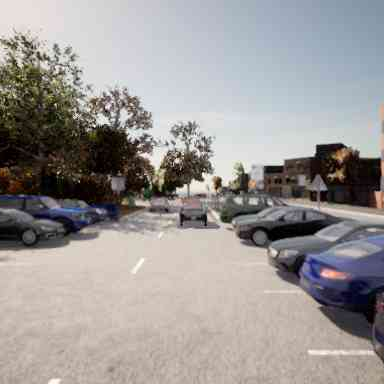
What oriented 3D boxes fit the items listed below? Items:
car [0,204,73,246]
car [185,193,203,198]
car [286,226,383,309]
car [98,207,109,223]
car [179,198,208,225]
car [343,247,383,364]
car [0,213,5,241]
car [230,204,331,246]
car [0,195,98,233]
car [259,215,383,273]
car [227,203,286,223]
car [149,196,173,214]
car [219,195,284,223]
[{"bbox_3d":[-8.166,1.456,14.562,4.892,1.521,2.231,0,0,0],"label":"car"},{"bbox_3d":[-0.158,1.213,41.604,2.097,1.767,4.553,0,0,-4],"label":"car"},{"bbox_3d":[4.411,1.511,6.171,4.674,1.452,2.002,0,0,0],"label":"car"},{"bbox_3d":[-8.098,1.298,23.042,4.553,1.767,2.185,0,-1,0],"label":"car"},{"bbox_3d":[0.097,1.439,23.640,2.128,1.511,4.902,0,0,0],"label":"car"},{"bbox_3d":[4.444,1.504,3.346,4.792,1.488,2.163,0,0,0],"label":"car"},{"bbox_3d":[-8.151,1.467,8.915,4.892,1.521,2.231,0,0,0],"label":"car"},{"bbox_3d":[4.418,1.455,14.648,5.008,1.535,2.097,0,0,0],"label":"car"},{"bbox_3d":[-8.132,1.197,17.261,5.566,2.045,2.435,0,0,0],"label":"car"},{"bbox_3d":[4.416,1.506,8.997,4.674,1.452,2.002,0,0,0],"label":"car"},{"bbox_3d":[4.415,1.487,17.476,4.674,1.452,2.002,0,0,0],"label":"car"},{"bbox_3d":[-3.307,1.424,34.710,1.812,1.442,4.674,0,0,1],"label":"car"},{"bbox_3d":[4.441,1.188,20.300,5.566,2.045,2.435,0,0,0],"label":"car"}]
